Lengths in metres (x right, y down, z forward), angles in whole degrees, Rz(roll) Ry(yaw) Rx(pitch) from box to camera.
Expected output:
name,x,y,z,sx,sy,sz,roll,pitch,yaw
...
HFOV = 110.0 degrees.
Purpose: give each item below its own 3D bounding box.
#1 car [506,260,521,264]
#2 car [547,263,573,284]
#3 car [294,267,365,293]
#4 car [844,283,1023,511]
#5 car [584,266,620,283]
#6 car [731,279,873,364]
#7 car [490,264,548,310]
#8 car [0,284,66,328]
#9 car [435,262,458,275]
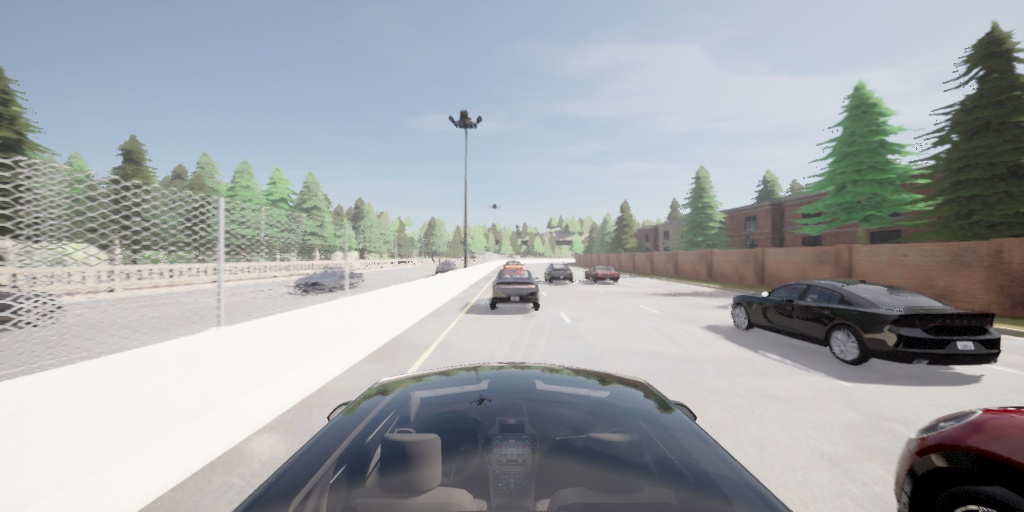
name,x,y,z,sx,sy,sz,roll,pitch,yaw
car,0.114,1.208,35.430,2.097,1.767,4.553,0,0,0
car,3.610,1.328,28.280,2.128,1.511,4.902,0,0,0
car,-10.592,1.354,21.376,2.033,1.411,5.357,0,0,0
car,3.602,1.100,0.460,2.097,1.767,4.553,0,0,0
car,7.109,1.441,28.785,1.895,1.301,4.718,0,0,0
car,7.100,1.252,8.088,1.882,1.535,5.008,0,0,0
car,0.104,1.284,14.953,2.128,1.511,4.902,0,0,0
car,-14.097,1.328,8.720,1.994,1.385,4.181,0,0,0
car,-7.017,1.371,39.061,1.837,1.490,4.892,0,-1,1
